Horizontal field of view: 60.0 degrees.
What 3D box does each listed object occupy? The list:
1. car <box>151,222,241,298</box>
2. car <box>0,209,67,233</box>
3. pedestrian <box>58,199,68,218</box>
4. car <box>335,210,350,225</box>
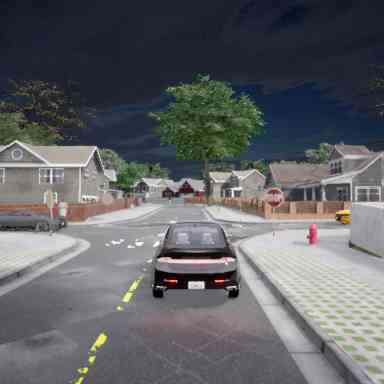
[{"bbox_3d":[0.078,1.508,8.539,2.128,1.511,4.902,0,0,0],"label":"car"},{"bbox_3d":[-9.433,1.669,19.133,4.181,1.385,1.994,-1,-2,-1],"label":"car"},{"bbox_3d":[-9.710,1.460,25.012,0.375,1.860,0.375,0,-1,1],"label":"pedestrian"},{"bbox_3d":[12.024,1.408,21.844,5.008,1.535,1.882,-1,-2,1],"label":"car"}]
